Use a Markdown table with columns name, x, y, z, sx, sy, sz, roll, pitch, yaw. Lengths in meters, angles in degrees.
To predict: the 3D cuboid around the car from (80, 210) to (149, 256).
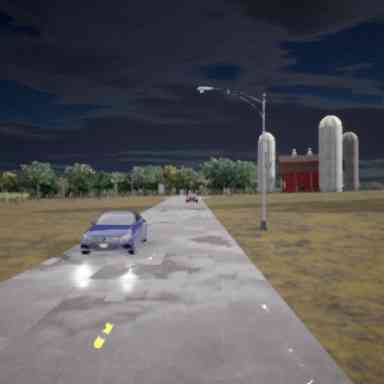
| name | x | y | z | sx | sy | sz | roll | pitch | yaw |
| --- | --- | --- | --- | --- | --- | --- | --- | --- | --- |
| car | -2.818 | 1.446 | 13.005 | 1.812 | 1.442 | 4.674 | 0 | 0 | 0 |

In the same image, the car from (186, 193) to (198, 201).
| name | x | y | z | sx | sy | sz | roll | pitch | yaw |
| --- | --- | --- | --- | --- | --- | --- | --- | --- | --- |
| car | -0.006 | 0.830 | 60.424 | 1.994 | 1.385 | 4.181 | 0 | 1 | 0 |

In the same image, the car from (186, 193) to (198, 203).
| name | x | y | z | sx | sy | sz | roll | pitch | yaw |
| --- | --- | --- | --- | --- | --- | --- | --- | --- | --- |
| car | -0.005 | 0.993 | 50.303 | 1.895 | 1.301 | 4.718 | 0 | 1 | 0 |
